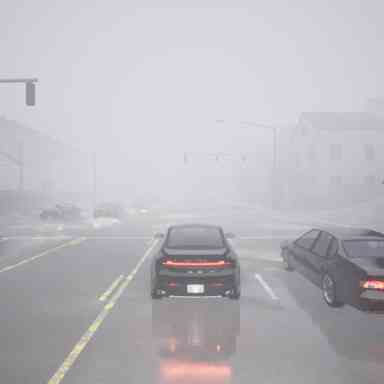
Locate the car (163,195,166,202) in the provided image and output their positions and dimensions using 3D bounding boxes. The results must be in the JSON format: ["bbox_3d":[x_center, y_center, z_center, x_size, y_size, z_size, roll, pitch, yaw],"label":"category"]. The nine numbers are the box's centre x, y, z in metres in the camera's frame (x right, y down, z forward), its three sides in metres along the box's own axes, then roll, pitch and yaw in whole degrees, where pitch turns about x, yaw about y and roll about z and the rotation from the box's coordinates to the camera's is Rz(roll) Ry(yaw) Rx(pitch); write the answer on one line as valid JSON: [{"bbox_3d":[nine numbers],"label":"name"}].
[{"bbox_3d":[-6.979,1.454,76.847,1.837,1.490,4.892,0,0,0],"label":"car"}]

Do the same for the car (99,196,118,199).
[{"bbox_3d":[-10.587,1.525,44.213,1.812,1.442,4.674,0,0,0],"label":"car"}]

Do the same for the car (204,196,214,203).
[{"bbox_3d":[3.517,1.545,69.213,2.033,1.411,5.357,0,0,0],"label":"car"}]

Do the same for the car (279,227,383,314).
[{"bbox_3d":[3.577,1.547,7.871,2.033,1.411,5.357,0,0,0],"label":"car"}]

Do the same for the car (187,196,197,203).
[{"bbox_3d":[0.019,1.547,69.214,2.033,1.411,5.357,0,0,0],"label":"car"}]

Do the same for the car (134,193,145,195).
[{"bbox_3d":[-10.499,1.225,65.946,2.150,2.045,5.566,0,0,0],"label":"car"}]

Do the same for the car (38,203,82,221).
[{"bbox_3d":[-10.594,1.601,27.024,1.895,1.301,4.718,0,0,0],"label":"car"}]

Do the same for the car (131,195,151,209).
[{"bbox_3d":[-7.086,1.504,45.189,1.837,1.490,4.892,0,0,0],"label":"car"}]

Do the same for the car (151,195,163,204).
[{"bbox_3d":[-7.047,1.477,61.384,1.882,1.535,5.008,0,0,0],"label":"car"}]

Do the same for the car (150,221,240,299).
[{"bbox_3d":[0.078,1.505,8.448,1.837,1.490,4.892,0,0,0],"label":"car"}]

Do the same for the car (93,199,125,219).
[{"bbox_3d":[-7.091,1.565,28.706,1.994,1.385,4.181,0,0,0],"label":"car"}]
